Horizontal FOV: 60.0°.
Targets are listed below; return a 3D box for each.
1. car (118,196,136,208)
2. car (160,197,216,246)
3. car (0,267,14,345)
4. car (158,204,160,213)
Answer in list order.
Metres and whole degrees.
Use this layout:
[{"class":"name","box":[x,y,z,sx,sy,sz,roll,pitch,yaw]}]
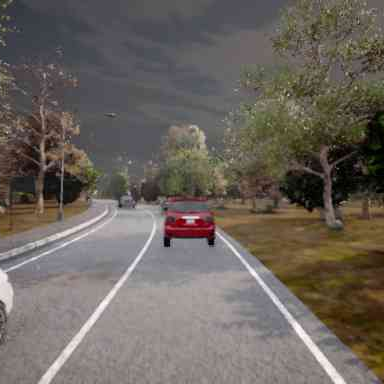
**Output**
[{"class":"car","box":[-8.966,1.295,45.685,2.097,1.767,4.553,1,0,-16]},{"class":"car","box":[-0.190,1.238,15.527,2.150,2.045,5.566,0,0,-3]},{"class":"car","box":[-3.635,1.528,3.350,1.812,1.442,4.674,0,0,0]},{"class":"car","box":[-2.358,1.585,34.025,2.033,1.411,5.357,1,0,-11]}]
